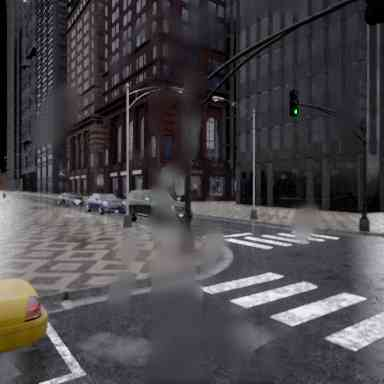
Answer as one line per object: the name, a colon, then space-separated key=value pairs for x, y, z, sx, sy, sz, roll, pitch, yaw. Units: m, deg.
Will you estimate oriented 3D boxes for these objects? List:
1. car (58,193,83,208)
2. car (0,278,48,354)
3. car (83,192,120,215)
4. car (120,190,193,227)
car: x=-13.145 y=0.829 z=36.087 sx=2.128 sy=1.511 sz=4.902 roll=0 pitch=1 yaw=-36
car: x=-4.246 y=1.525 z=3.627 sx=4.829 sy=1.417 sz=1.752 roll=0 pitch=0 yaw=-35
car: x=-7.128 y=0.876 z=27.684 sx=2.097 sy=1.767 sz=4.553 roll=0 pitch=1 yaw=-35
car: x=-2.211 y=0.902 z=20.820 sx=2.150 sy=2.045 sz=5.566 roll=0 pitch=1 yaw=-36
